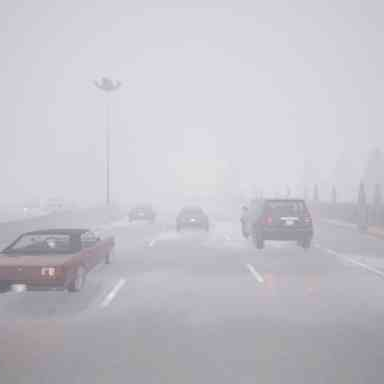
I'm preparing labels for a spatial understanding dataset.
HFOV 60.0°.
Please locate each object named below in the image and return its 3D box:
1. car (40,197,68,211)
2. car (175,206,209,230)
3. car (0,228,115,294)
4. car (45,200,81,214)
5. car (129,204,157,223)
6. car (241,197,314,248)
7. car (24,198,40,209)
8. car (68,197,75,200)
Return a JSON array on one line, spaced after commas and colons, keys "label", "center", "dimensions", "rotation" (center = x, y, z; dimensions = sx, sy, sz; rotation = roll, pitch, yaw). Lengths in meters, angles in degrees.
[{"label": "car", "center": [-17.486, 1.437, 42.334], "dimensions": [2.097, 1.767, 4.553], "rotation": [0, 0, -16]}, {"label": "car", "center": [-0.035, 1.579, 21.081], "dimensions": [1.994, 1.385, 4.181], "rotation": [0, 0, -2]}, {"label": "car", "center": [-3.400, 1.604, 8.774], "dimensions": [1.895, 1.301, 4.718], "rotation": [0, 0, 0]}, {"label": "car", "center": [-11.457, 1.640, 30.280], "dimensions": [1.895, 1.301, 4.718], "rotation": [0, 0, -7]}, {"label": "car", "center": [-3.844, 1.589, 26.244], "dimensions": [1.994, 1.385, 4.181], "rotation": [0, 0, -4]}, {"label": "car", "center": [3.597, 1.230, 14.968], "dimensions": [2.150, 2.045, 5.566], "rotation": [0, 0, 0]}, {"label": "car", "center": [-23.012, 1.627, 48.140], "dimensions": [1.837, 1.490, 4.892], "rotation": [0, 0, -20]}, {"label": "car", "center": [-25.516, 1.709, 68.943], "dimensions": [1.882, 1.535, 5.008], "rotation": [0, 0, -33]}]
